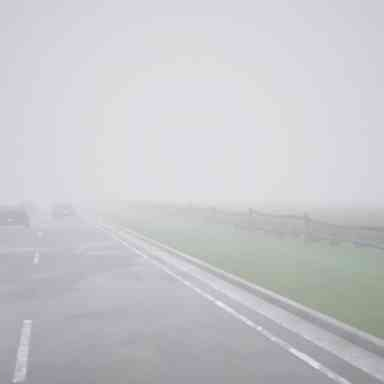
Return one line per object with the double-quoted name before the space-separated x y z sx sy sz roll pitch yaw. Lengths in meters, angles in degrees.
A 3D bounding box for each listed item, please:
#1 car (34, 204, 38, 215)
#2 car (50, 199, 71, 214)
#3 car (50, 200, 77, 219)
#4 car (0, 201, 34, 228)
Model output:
"car" -18.156 1.704 36.412 1.837 1.490 4.892 0 0 -24
"car" -15.916 1.685 40.011 2.128 1.511 4.902 0 0 -24
"car" -11.806 1.709 30.680 1.994 1.385 4.181 0 0 -24
"car" -12.138 1.606 22.752 1.882 1.535 5.008 0 -1 -24
